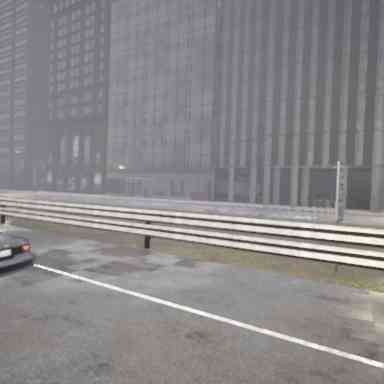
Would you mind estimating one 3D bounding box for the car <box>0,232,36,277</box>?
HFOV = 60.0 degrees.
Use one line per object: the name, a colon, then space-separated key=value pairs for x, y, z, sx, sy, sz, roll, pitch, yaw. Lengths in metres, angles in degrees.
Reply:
car: x=-6.310 y=1.253 z=7.642 sx=5.357 sy=1.411 sz=2.033 roll=2 pitch=1 yaw=16
